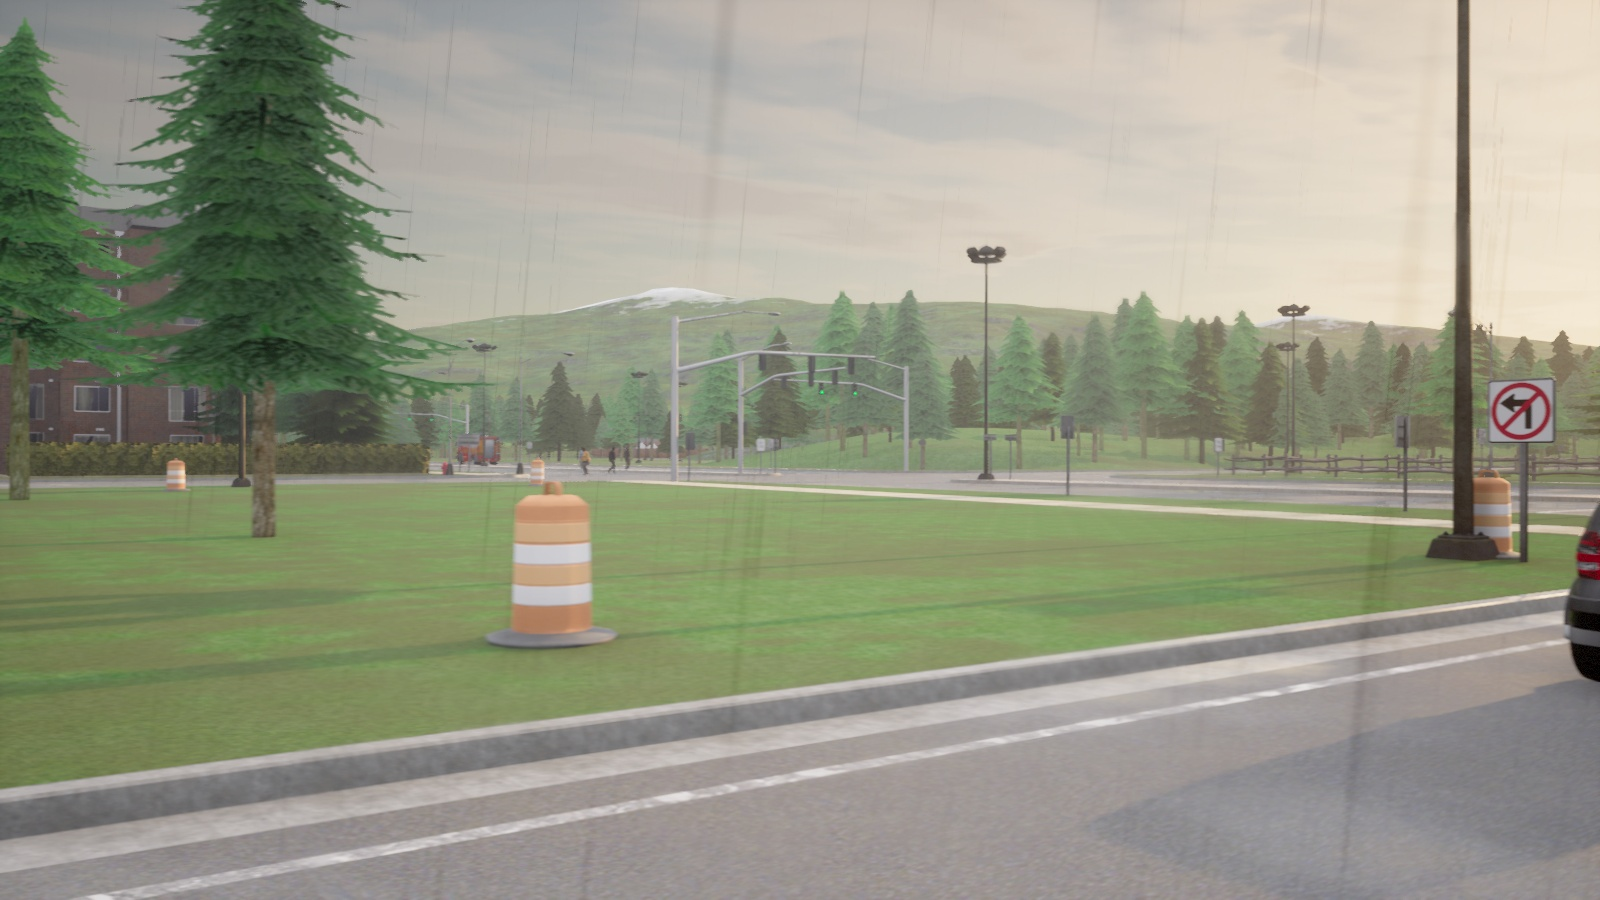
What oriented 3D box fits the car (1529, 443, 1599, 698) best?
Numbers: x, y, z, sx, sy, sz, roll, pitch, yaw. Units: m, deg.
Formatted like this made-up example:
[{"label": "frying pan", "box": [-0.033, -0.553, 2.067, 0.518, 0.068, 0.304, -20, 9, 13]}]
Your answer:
[{"label": "car", "box": [6.655, 0.730, 8.290, 3.705, 1.549, 1.789, 0, 0, -35]}]
